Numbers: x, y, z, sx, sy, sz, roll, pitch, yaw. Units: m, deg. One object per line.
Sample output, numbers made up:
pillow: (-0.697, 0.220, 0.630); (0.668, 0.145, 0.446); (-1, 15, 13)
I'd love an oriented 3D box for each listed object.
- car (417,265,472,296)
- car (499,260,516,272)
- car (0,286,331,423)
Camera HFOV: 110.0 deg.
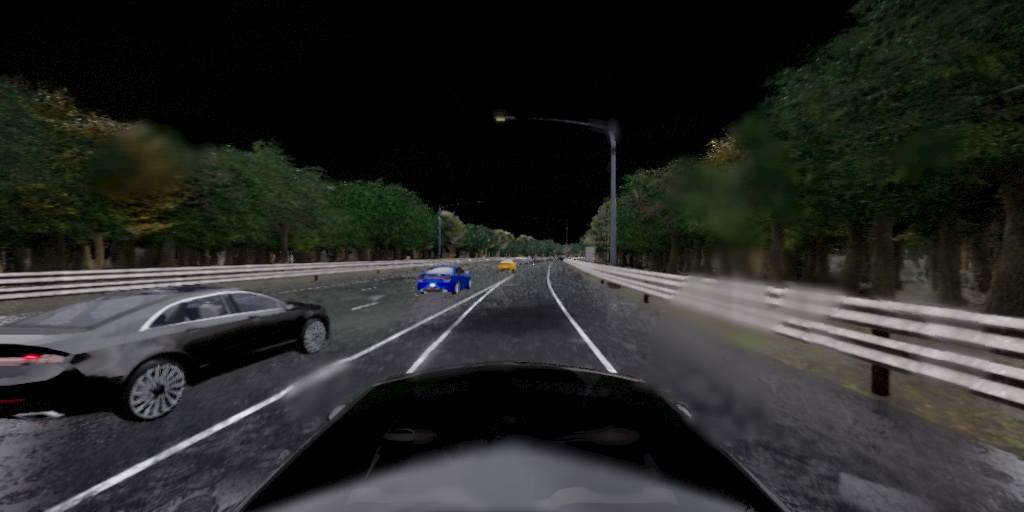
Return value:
car: (-3.499, 1.229, 19.454); (1.882, 1.535, 5.008); (0, 0, 6)
car: (-0.543, 1.194, 46.486); (1.882, 1.535, 5.008); (0, 0, 6)
car: (-4.991, 1.229, 5.803); (2.128, 1.511, 4.902); (0, 0, 6)
